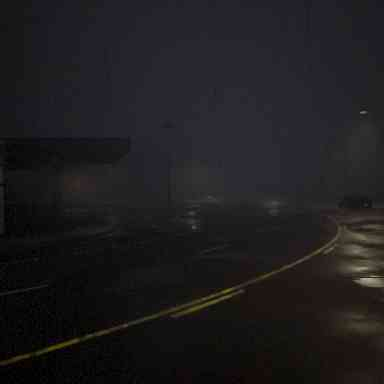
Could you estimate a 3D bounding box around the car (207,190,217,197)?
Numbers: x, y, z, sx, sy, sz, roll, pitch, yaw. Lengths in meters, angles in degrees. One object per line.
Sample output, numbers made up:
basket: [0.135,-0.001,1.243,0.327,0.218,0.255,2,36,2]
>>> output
car: [6.075,0.675,95.350,1.882,1.535,5.008,-1,0,0]

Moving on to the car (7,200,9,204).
car: [-32.924,1.413,55.146,4.611,1.667,2.242,-1,0,0]

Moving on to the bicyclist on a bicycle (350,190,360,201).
bicyclist on a bicycle: [25.555,0.507,52.103,1.656,1.620,0.582,-1,1,-26]

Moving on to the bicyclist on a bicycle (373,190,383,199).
bicyclist on a bicycle: [30.729,0.404,54.863,1.656,1.620,0.582,0,1,45]

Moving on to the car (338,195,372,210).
car: [16.354,1.017,33.473,1.812,1.442,4.674,-1,1,2]

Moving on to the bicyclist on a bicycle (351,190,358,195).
bicyclist on a bicycle: [25.009,0.598,51.308,1.656,1.620,0.582,-9,1,9]
